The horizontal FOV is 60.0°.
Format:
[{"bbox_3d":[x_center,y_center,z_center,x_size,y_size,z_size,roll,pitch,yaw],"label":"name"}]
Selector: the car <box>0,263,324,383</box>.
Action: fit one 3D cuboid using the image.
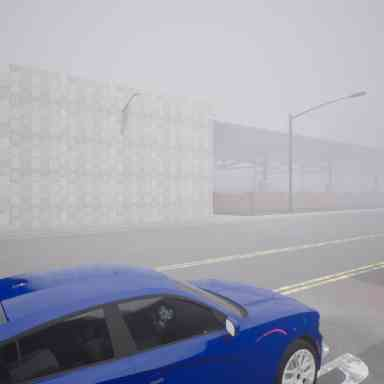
[{"bbox_3d":[-0.743,1.478,3.220,5.008,1.535,1.882,0,0,-36],"label":"car"}]
